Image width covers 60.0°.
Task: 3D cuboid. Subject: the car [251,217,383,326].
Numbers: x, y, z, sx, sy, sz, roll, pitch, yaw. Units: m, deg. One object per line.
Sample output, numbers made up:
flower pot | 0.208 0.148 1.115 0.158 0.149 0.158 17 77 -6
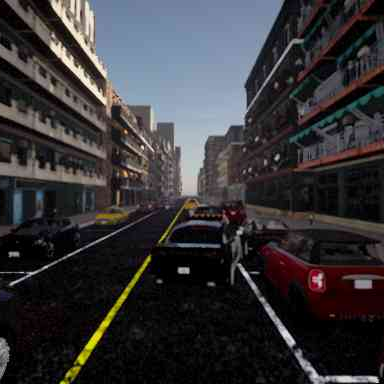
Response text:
car | 2.691 1.487 7.163 1.967 1.590 4.097 0 0 0

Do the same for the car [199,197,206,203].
car | 2.689 2.067 86.070 1.887 1.381 4.507 0 0 0

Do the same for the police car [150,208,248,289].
police car | 0.388 1.484 9.633 1.930 1.638 5.238 -1 0 13

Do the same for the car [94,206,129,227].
car | -5.690 1.676 23.904 1.752 1.417 4.829 0 0 0

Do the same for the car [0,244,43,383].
car | -3.101 1.521 2.354 1.837 1.490 4.892 0 0 0

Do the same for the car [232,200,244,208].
car | 2.692 1.467 24.072 2.192 1.841 5.009 0 0 0

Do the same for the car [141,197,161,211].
car | -5.689 1.604 46.622 2.192 1.841 5.009 0 0 0

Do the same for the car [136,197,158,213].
car | -5.690 1.695 40.984 1.967 1.590 4.097 0 0 0

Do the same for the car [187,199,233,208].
car | 0.899 1.473 19.267 2.097 1.767 4.553 0 0 0

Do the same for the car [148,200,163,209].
car | -5.691 1.905 52.256 1.802 1.307 4.206 0 0 0

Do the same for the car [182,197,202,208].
car | 0.001 1.762 45.904 1.882 1.535 5.008 0 0 0

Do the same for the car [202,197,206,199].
car | 2.690 1.983 74.968 1.752 1.417 4.829 0 0 0

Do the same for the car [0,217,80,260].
car | -5.690 1.648 12.801 1.947 1.339 4.313 0 0 0

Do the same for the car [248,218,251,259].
car | 2.691 1.633 12.798 2.008 1.369 4.403 0 0 0

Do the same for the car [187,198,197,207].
car | -0.002 1.851 60.673 1.882 1.535 5.008 0 0 0

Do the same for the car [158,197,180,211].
car | -3.096 1.767 44.414 2.128 1.511 4.902 0 0 0

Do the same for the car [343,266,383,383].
car | 2.692 1.555 1.526 1.887 1.381 4.507 0 0 0

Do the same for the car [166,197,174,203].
car | -5.691 2.068 86.074 1.887 1.381 4.507 0 0 0

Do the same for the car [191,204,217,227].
car | 0.822 1.686 25.287 1.812 1.442 4.674 0 0 0

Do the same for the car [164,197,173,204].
car | -5.691 1.930 80.437 1.967 1.590 4.097 0 0 0
